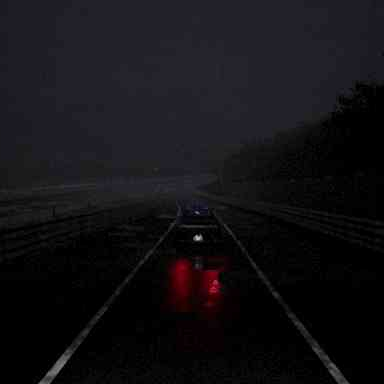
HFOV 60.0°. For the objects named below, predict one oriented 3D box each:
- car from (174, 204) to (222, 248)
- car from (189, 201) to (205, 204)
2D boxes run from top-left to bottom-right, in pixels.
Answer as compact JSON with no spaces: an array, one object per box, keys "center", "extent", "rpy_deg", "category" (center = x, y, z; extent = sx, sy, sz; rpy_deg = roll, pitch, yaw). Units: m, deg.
[{"center":[0.295,1.480,14.556],"extent":[2.128,1.511,4.902],"rpy_deg":[0,0,2],"category":"car"},{"center":[0.467,1.500,29.638],"extent":[1.812,1.442,4.674],"rpy_deg":[0,0,0],"category":"car"}]
